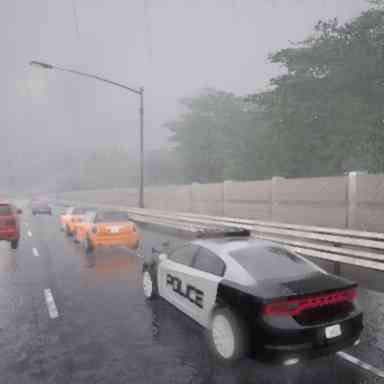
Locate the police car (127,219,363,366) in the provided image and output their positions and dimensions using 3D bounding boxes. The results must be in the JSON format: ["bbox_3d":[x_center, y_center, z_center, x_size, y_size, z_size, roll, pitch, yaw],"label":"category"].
[{"bbox_3d":[0.526,1.523,6.356,1.930,1.638,5.238,1,-1,-28],"label":"police car"}]

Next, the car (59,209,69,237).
[{"bbox_3d":[-6.821,1.617,20.410,2.097,1.767,4.553,1,-1,-28],"label":"car"}]

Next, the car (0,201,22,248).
[{"bbox_3d":[-9.305,1.424,15.559,2.150,2.045,5.566,1,-1,-27],"label":"car"}]

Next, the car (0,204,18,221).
[{"bbox_3d":[-18.063,1.912,32.306,1.994,1.385,4.181,1,0,-28],"label":"car"}]

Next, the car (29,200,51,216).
[{"bbox_3d":[-17.561,1.967,38.758,1.994,1.385,4.181,1,0,-28],"label":"car"}]

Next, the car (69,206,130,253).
[{"bbox_3d":[-4.042,1.560,15.093,2.097,1.767,4.553,1,-1,-28],"label":"car"}]

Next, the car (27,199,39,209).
[{"bbox_3d":[-25.505,1.850,53.889,2.097,1.767,4.553,1,-1,-28],"label":"car"}]
